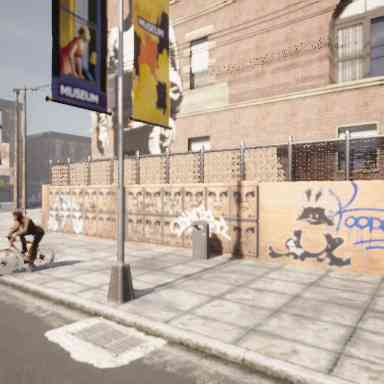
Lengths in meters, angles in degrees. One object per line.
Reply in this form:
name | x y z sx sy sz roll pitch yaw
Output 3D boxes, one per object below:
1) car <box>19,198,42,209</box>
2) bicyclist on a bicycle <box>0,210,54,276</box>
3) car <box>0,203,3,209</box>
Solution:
car | -21.637 1.499 44.700 1.812 1.442 4.674 0 0 15
bicyclist on a bicycle | -4.366 1.295 8.654 0.582 1.620 1.656 0 0 39
car | -25.905 1.498 41.576 1.812 1.442 4.674 0 0 8
